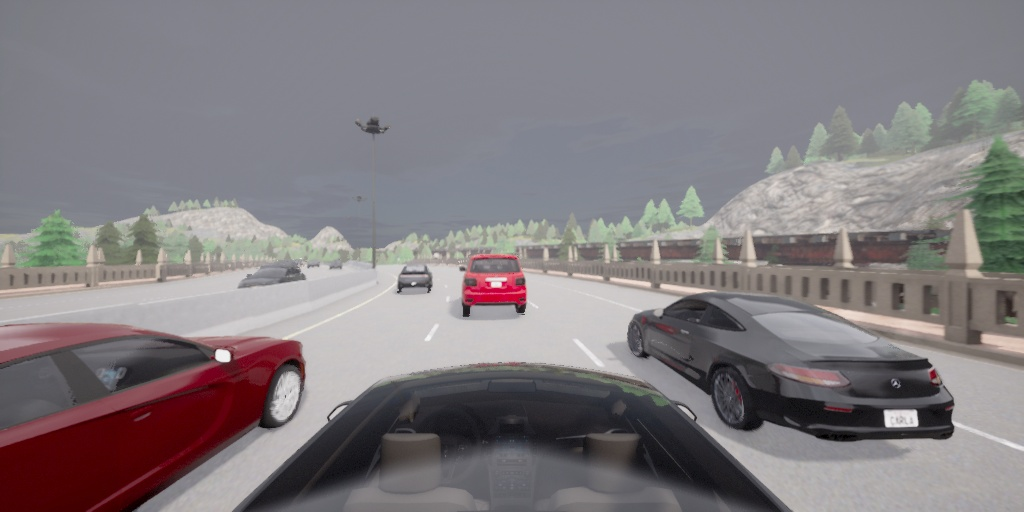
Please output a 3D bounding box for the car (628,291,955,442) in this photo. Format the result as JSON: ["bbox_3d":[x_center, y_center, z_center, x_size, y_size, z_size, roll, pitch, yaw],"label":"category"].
[{"bbox_3d":[3.344,1.262,5.455,1.812,1.442,4.674,0,0,-2],"label":"car"}]

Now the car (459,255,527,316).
[{"bbox_3d":[-0.816,0.970,13.708,2.150,2.045,5.566,0,0,-7],"label":"car"}]

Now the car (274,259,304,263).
[{"bbox_3d":[-19.164,1.207,30.041,2.097,1.767,4.553,0,0,-20],"label":"car"}]

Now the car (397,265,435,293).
[{"bbox_3d":[-5.670,1.261,21.268,2.128,1.511,4.902,0,0,-12],"label":"car"}]

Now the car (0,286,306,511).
[{"bbox_3d":[-3.569,1.239,2.620,1.882,1.535,5.008,0,0,-1],"label":"car"}]

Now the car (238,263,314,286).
[{"bbox_3d":[-12.569,1.312,19.144,1.837,1.490,4.892,0,0,-12],"label":"car"}]

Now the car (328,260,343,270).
[{"bbox_3d":[-27.650,1.415,56.442,1.837,1.490,4.892,0,0,-27],"label":"car"}]
